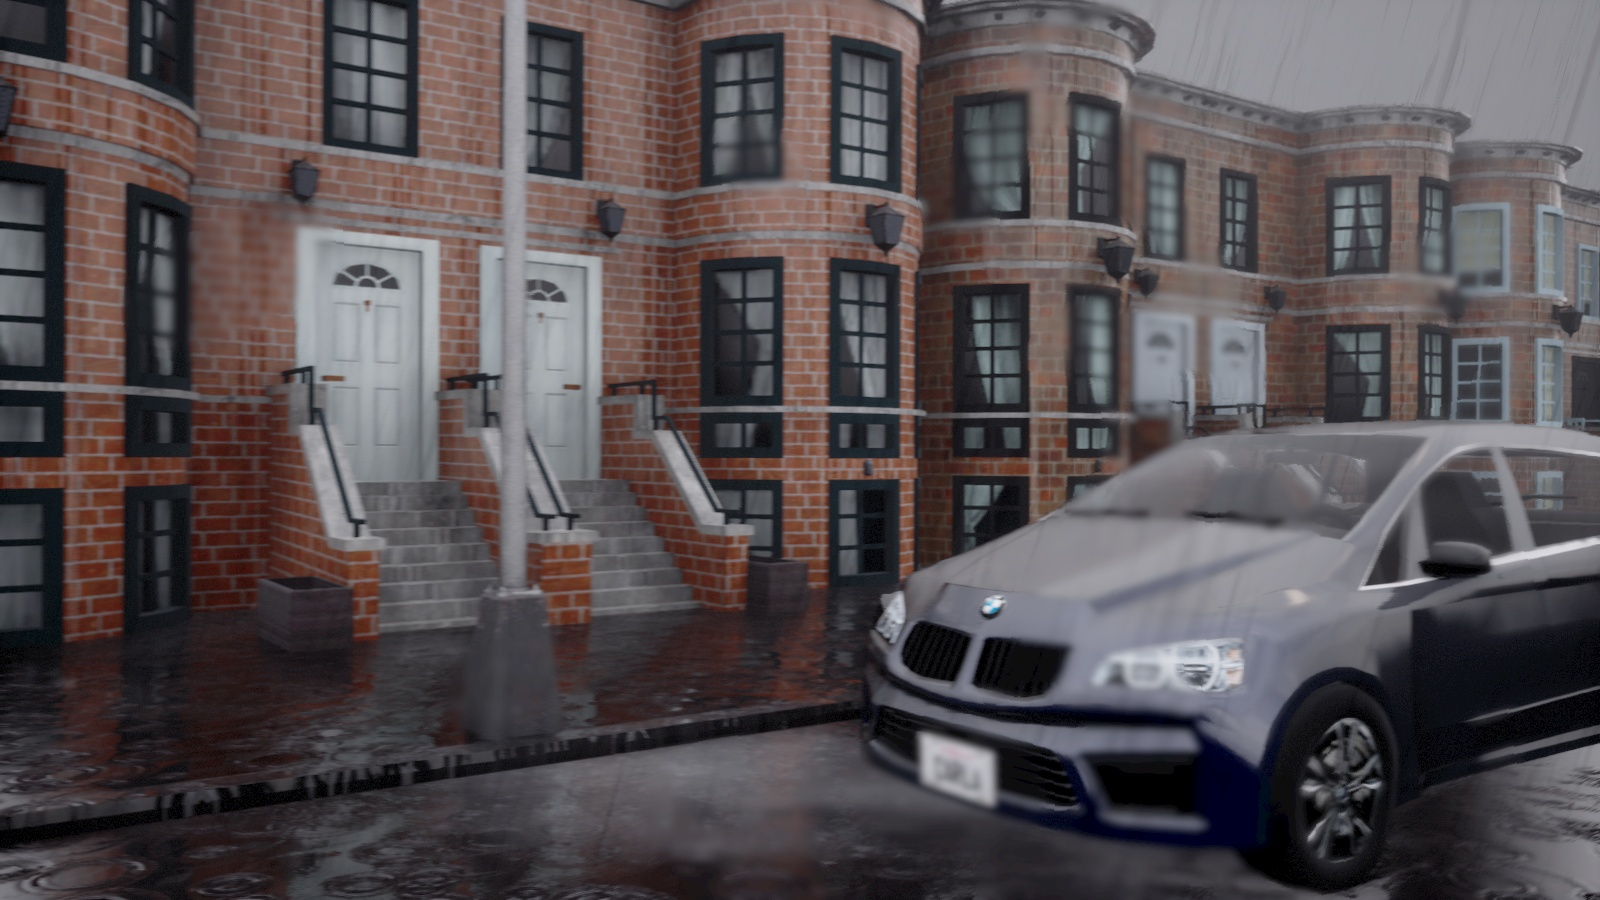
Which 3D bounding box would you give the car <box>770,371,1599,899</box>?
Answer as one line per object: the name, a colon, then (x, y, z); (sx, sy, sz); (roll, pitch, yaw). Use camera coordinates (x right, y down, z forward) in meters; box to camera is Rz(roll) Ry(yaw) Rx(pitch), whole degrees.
car: (2.403, 0.607, 5.940); (4.611, 1.667, 2.242); (0, 0, -35)
